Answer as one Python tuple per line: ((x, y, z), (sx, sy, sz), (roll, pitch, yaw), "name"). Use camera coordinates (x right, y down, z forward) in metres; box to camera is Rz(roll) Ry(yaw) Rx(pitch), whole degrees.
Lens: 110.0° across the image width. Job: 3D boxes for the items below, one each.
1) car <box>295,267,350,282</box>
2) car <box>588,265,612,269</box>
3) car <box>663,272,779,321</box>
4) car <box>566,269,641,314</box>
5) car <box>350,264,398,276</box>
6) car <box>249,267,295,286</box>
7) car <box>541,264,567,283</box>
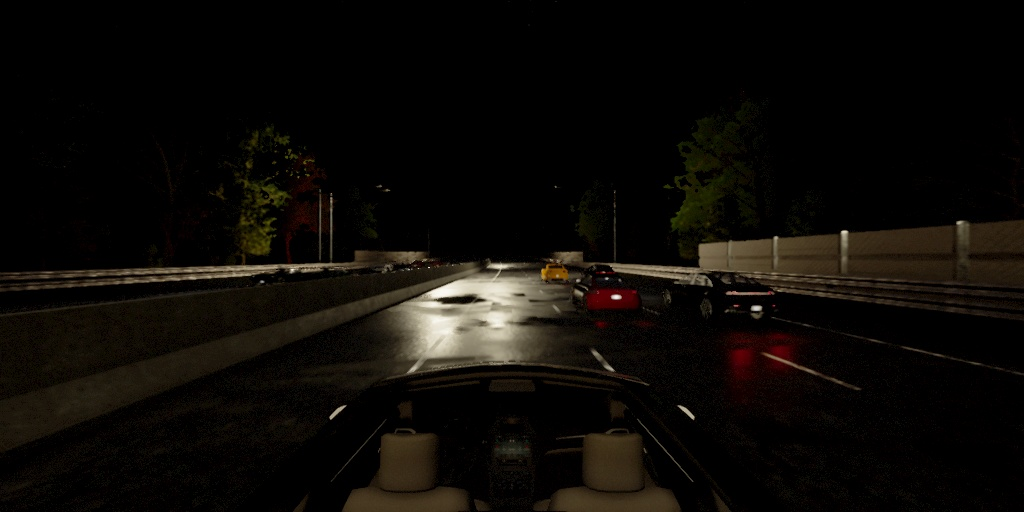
((-14.100, 1.533, 27.555), (1.895, 1.301, 4.718), (0, 0, 0), "car")
((7.097, 1.447, 29.356), (1.837, 1.490, 4.892), (0, 0, 0), "car")
((7.096, 1.320, 12.824), (2.128, 1.511, 4.902), (0, 0, 0), "car")
((3.597, 1.403, 14.362), (1.994, 1.385, 4.181), (0, 0, 0), "car")
((-10.600, 1.431, 28.742), (2.128, 1.511, 4.902), (0, 0, 0), "car")
((-17.601, 1.532, 27.494), (1.895, 1.301, 4.718), (0, 0, 0), "car")
((3.597, 1.430, 30.835), (1.882, 1.535, 5.008), (0, 0, 0), "car")
